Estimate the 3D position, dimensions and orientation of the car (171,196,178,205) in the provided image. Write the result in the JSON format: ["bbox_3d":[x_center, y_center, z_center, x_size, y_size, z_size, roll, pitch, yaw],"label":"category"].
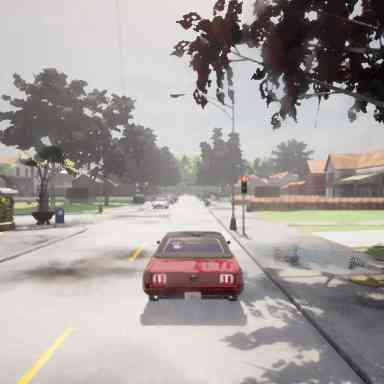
[{"bbox_3d":[-4.144,1.492,59.568,2.128,1.511,4.902,0,0,0],"label":"car"}]

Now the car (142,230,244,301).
[{"bbox_3d":[0.042,1.601,8.252,1.895,1.301,4.718,0,0,1],"label":"car"}]

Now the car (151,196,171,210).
[{"bbox_3d":[-4.148,1.525,44.071,1.812,1.442,4.674,0,0,0],"label":"car"}]

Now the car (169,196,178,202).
[{"bbox_3d":[-4.087,1.593,74.810,1.895,1.301,4.718,0,0,0],"label":"car"}]
